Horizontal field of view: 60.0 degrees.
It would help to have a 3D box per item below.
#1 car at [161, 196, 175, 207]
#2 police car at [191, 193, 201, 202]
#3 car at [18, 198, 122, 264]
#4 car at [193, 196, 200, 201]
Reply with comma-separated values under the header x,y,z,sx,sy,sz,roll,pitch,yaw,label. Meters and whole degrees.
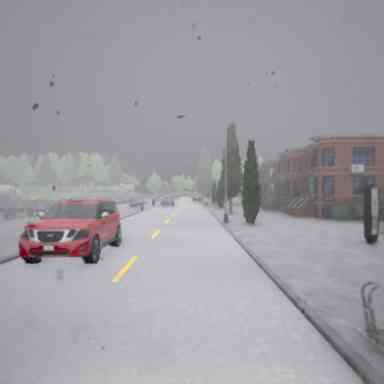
x,y,z,sx,sy,sz,roll,pitch,yaw,label
-4.025,1.510,55.510,2.097,1.767,4.553,0,0,1,car
1.240,1.658,82.234,1.930,1.638,5.238,0,0,0,police car
-4.094,1.257,12.263,2.150,2.045,5.566,0,0,0,car
1.244,1.766,92.123,1.837,1.490,4.892,0,0,0,car
